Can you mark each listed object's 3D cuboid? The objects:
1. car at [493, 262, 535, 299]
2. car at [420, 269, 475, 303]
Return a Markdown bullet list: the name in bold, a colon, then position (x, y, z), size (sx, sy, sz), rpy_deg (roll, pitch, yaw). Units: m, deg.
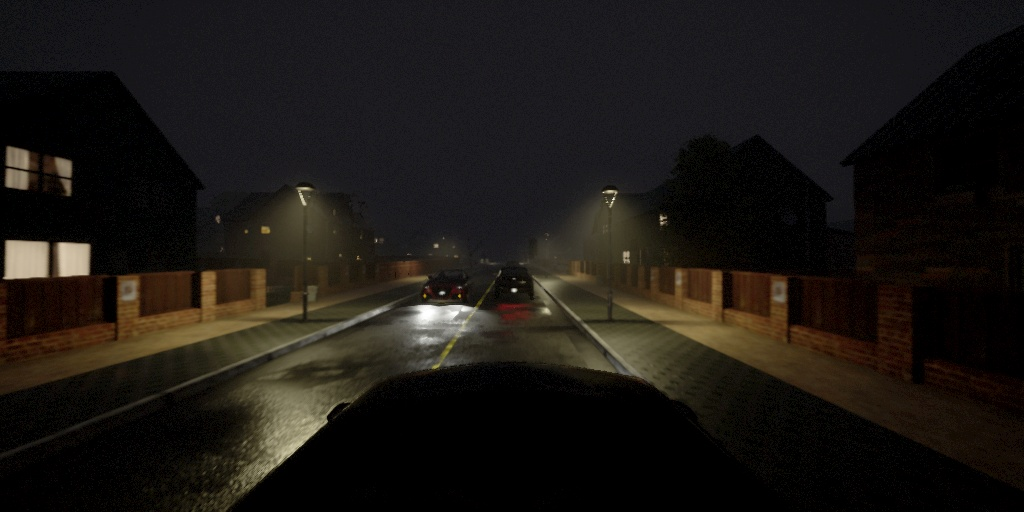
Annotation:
- **car**: position (0.096, 1.257, 18.177), size (1.837, 1.490, 4.892), rpy_deg (0, 0, 0)
- **car**: position (-2.852, 1.315, 16.597), size (1.994, 1.385, 4.181), rpy_deg (0, 0, 0)
